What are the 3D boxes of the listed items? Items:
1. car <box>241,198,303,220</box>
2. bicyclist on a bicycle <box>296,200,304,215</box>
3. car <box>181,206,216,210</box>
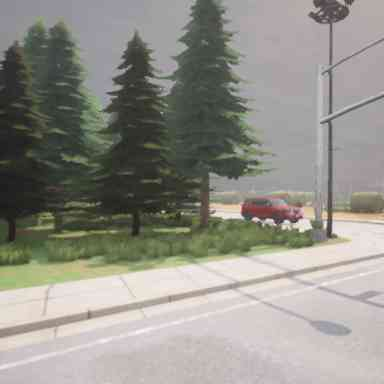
[{"bbox_3d":[6.492,1.500,27.666,2.150,2.045,5.566,1,0,-34],"label":"car"},{"bbox_3d":[11.050,1.668,34.246,1.656,1.620,0.582,0,0,-34],"label":"bicyclist on a bicycle"},{"bbox_3d":[0.652,1.772,36.171,2.128,1.511,4.902,1,0,-34],"label":"car"}]
